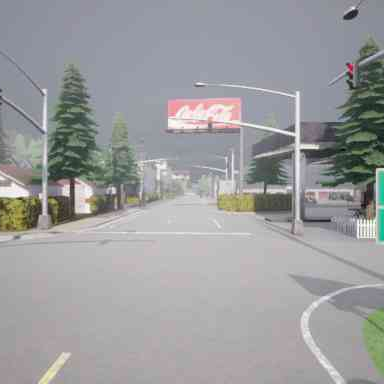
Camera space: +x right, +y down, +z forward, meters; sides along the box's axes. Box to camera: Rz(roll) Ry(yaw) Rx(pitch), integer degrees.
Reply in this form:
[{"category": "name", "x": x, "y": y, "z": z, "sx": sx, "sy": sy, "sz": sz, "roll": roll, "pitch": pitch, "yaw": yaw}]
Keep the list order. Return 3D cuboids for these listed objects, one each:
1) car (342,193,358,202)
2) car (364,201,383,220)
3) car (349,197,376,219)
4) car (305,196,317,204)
[{"category": "car", "x": 34.946, "y": 1.489, "z": 71.820, "sx": 2.007, "sy": 1.523, "sz": 4.514, "roll": 0, "pitch": 0, "yaw": 0}, {"category": "car", "x": 18.712, "y": 1.672, "z": 30.641, "sx": 4.611, "sy": 1.667, "sz": 2.242, "roll": 0, "pitch": 0, "yaw": 0}, {"category": "car", "x": 14.383, "y": 1.504, "z": 24.973, "sx": 3.866, "sy": 1.878, "sz": 1.905, "roll": 0, "pitch": 0, "yaw": 0}, {"category": "car", "x": 22.538, "y": 1.552, "z": 64.035, "sx": 1.970, "sy": 1.475, "sz": 3.806, "roll": 0, "pitch": 0, "yaw": 0}]
